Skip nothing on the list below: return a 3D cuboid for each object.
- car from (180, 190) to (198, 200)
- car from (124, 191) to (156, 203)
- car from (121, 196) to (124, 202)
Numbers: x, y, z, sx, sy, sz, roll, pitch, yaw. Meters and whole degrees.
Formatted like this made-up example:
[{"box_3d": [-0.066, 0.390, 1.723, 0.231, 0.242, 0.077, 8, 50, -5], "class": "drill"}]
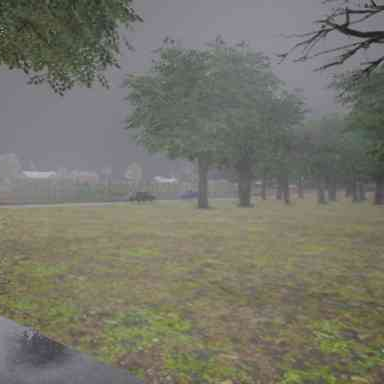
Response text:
[{"box_3d": [-0.275, 0.639, 72.744, 2.150, 2.045, 5.566, -1, 0, 35], "class": "car"}, {"box_3d": [-9.013, 0.833, 60.263, 2.150, 2.045, 5.566, -1, 0, 35], "class": "car"}, {"box_3d": [-11.067, 0.985, 62.193, 2.097, 1.767, 4.553, -1, 0, 36], "class": "car"}]
